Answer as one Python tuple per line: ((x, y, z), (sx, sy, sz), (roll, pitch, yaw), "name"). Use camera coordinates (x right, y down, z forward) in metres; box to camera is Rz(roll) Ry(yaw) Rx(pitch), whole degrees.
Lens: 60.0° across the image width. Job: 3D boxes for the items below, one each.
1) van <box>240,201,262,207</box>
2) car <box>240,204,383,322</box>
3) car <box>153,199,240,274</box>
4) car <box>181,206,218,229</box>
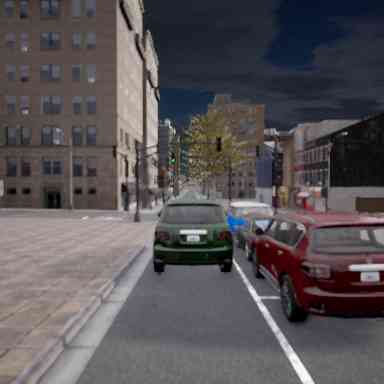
((2.607, 1.369, 15.558), (1.690, 1.788, 3.998), (-2, 0, 0), "van")
((2.608, 1.326, 7.253), (2.192, 1.841, 5.009), (-2, 0, 0), "car")
((0.017, 1.238, 10.791), (2.150, 2.045, 5.566), (0, 0, 0), "car")
((0.645, 1.661, 22.781), (1.895, 1.301, 4.718), (0, -1, 9), "car")
